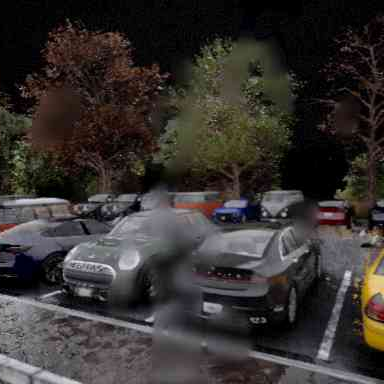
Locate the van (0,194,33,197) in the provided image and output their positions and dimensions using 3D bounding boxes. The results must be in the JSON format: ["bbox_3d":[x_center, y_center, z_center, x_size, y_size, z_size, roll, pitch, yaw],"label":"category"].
[{"bbox_3d":[-16.500,1.262,31.875,1.878,1.987,4.442,-1,1,29],"label":"van"}]

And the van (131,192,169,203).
[{"bbox_3d":[-1.949,1.018,23.586,1.878,1.987,4.442,-1,1,29],"label":"van"}]

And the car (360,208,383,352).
[{"bbox_3d":[3.972,1.322,5.740,1.946,1.575,5.366,-1,1,29],"label":"car"}]

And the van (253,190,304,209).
[{"bbox_3d":[5.346,0.897,19.574,1.878,1.987,4.442,-1,1,29],"label":"van"}]

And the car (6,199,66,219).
[{"bbox_3d":[-14.123,1.489,30.441,2.002,1.452,4.674,-1,1,29],"label":"car"}]

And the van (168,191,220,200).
[{"bbox_3d":[0.590,0.972,22.453,1.878,1.987,4.442,-1,1,29],"label":"van"}]

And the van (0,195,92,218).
[{"bbox_3d":[-5.784,1.245,11.034,1.878,1.987,4.442,-1,1,29],"label":"van"}]

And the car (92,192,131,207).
[{"bbox_3d":[-4.331,1.032,25.000,2.435,2.045,5.566,-1,1,29],"label":"car"}]

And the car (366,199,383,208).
[{"bbox_3d":[10.139,1.086,17.094,2.163,1.488,4.792,-1,1,29],"label":"car"}]

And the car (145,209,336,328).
[{"bbox_3d":[1.456,1.359,6.908,2.231,1.521,4.892,-1,1,29],"label":"car"}]

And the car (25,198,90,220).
[{"bbox_3d":[-11.593,1.406,29.035,2.097,1.535,5.008,-1,1,29],"label":"car"}]

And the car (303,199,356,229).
[{"bbox_3d":[7.828,1.114,18.369,2.163,1.488,4.792,-1,1,29],"label":"car"}]

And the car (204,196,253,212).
[{"bbox_3d":[2.967,1.158,21.021,2.097,1.535,5.008,-1,1,29],"label":"car"}]

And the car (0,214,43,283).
[{"bbox_3d":[-3.389,1.460,9.620,2.163,1.488,4.792,-1,1,29],"label":"car"}]

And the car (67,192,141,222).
[{"bbox_3d":[-6.757,1.073,26.338,2.435,2.045,5.566,-1,1,29],"label":"car"}]

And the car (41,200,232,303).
[{"bbox_3d":[-0.963,1.267,8.281,2.185,1.767,4.553,-1,1,29],"label":"car"}]
